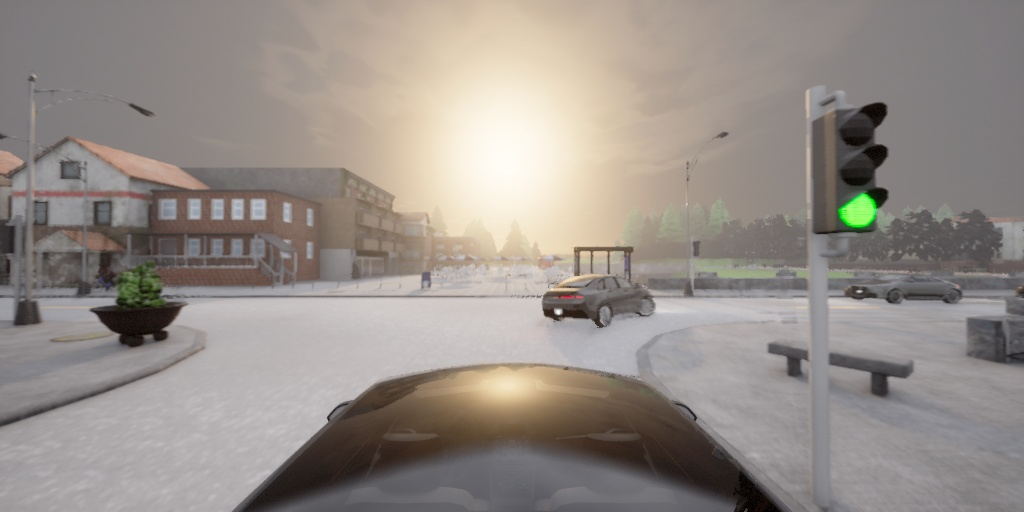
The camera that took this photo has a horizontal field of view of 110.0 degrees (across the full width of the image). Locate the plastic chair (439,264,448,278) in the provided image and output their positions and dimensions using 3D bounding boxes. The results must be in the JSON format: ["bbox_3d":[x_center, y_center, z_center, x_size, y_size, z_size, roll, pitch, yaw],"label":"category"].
[{"bbox_3d":[-7.066,1.752,38.426,0.750,1.272,0.730,0,0,-1],"label":"plastic chair"}]

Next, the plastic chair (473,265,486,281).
[{"bbox_3d":[-2.968,1.681,32.896,0.730,1.272,0.750,0,0,0],"label":"plastic chair"}]

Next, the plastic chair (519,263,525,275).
[{"bbox_3d":[1.032,1.856,46.428,0.750,1.272,0.730,0,0,-1],"label":"plastic chair"}]

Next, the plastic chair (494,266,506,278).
[{"bbox_3d":[-1.270,1.757,38.796,0.750,1.272,0.730,0,0,0],"label":"plastic chair"}]

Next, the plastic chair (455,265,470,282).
[{"bbox_3d":[-4.368,1.667,31.796,0.750,1.272,0.730,0,0,0],"label":"plastic chair"}]

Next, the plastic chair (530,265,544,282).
[{"bbox_3d":[2.232,1.674,32.297,0.730,1.272,0.750,0,0,0],"label":"plastic chair"}]

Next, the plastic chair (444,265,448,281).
[{"bbox_3d":[-5.568,1.684,33.095,0.730,1.272,0.750,0,0,0],"label":"plastic chair"}]

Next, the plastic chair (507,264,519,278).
[{"bbox_3d":[0.130,1.772,39.896,0.730,1.272,0.750,0,0,0],"label":"plastic chair"}]

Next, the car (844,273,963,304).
[{"bbox_3d":[18.640,1.515,17.215,4.181,1.385,1.994,0,-1,0],"label":"car"}]

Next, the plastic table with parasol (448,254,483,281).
[{"bbox_3d":[-4.248,1.079,33.016,2.482,2.480,2.482,0,0,0],"label":"plastic table with parasol"}]

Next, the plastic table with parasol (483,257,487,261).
[{"bbox_3d":[-4.634,1.356,54.524,2.482,2.480,2.482,0,0,0],"label":"plastic table with parasol"}]

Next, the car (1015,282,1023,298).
[{"bbox_3d":[27.426,1.457,17.216,4.892,1.490,1.837,0,-1,0],"label":"car"}]

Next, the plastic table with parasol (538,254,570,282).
[{"bbox_3d":[3.572,1.070,32.268,2.482,2.480,2.482,0,0,0],"label":"plastic table with parasol"}]

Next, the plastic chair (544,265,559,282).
[{"bbox_3d":[3.432,1.657,30.998,0.750,1.272,0.730,0,0,0],"label":"plastic chair"}]

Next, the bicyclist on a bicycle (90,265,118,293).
[{"bbox_3d":[-24.196,1.351,21.396,0.582,1.620,1.656,0,0,0],"label":"bicyclist on a bicycle"}]

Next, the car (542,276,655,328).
[{"bbox_3d":[3.047,1.391,12.153,1.837,1.490,4.892,-6,-5,44],"label":"car"}]

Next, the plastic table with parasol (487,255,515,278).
[{"bbox_3d":[-1.220,1.169,39.996,2.482,2.480,2.482,0,0,0],"label":"plastic table with parasol"}]

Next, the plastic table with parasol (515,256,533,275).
[{"bbox_3d":[1.148,1.267,47.606,2.482,2.480,2.482,0,0,0],"label":"plastic table with parasol"}]

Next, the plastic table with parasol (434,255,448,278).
[{"bbox_3d":[-7.140,1.163,39.604,2.482,2.480,2.482,0,0,0],"label":"plastic table with parasol"}]
